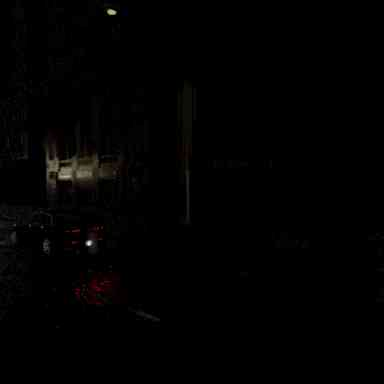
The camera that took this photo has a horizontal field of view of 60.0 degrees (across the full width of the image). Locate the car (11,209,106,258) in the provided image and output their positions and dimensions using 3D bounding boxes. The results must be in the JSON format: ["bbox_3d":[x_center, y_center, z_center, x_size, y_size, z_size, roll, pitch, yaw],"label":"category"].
[{"bbox_3d":[-5.088,1.383,12.364,4.892,1.490,1.837,0,1,43],"label":"car"}]
